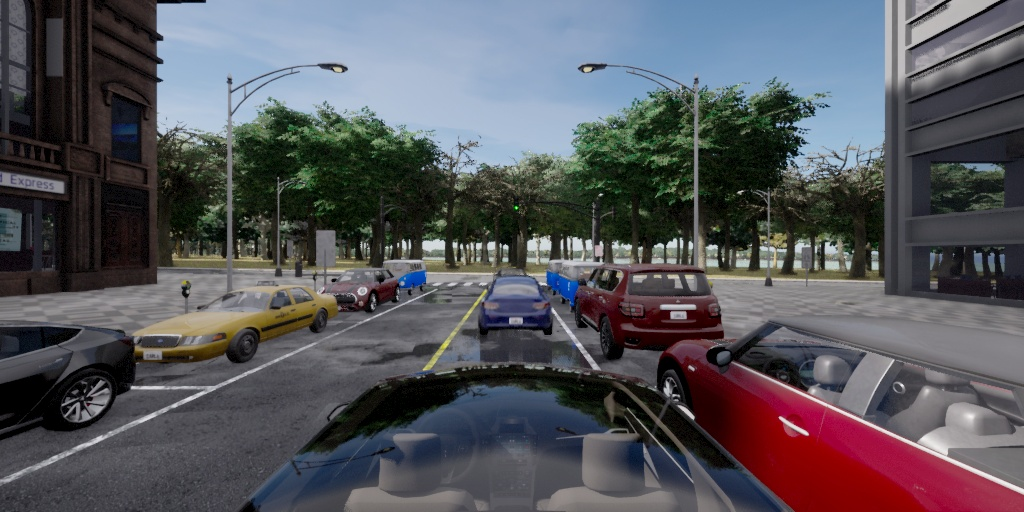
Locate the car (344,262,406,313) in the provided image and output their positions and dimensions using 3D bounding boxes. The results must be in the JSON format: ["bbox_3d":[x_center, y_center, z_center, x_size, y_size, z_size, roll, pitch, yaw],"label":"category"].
[{"bbox_3d":[-5.763,1.190,13.769,1.967,1.591,4.097,0,0,0],"label":"car"}]

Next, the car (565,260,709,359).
[{"bbox_3d":[2.762,1.065,8.332,2.192,1.841,5.009,0,0,0],"label":"car"}]

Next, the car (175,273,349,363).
[{"bbox_3d":[-5.763,1.275,8.162,1.751,1.417,4.829,0,0,0],"label":"car"}]

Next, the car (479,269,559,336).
[{"bbox_3d":[0.099,1.276,10.296,1.812,1.442,4.674,0,0,0],"label":"car"}]

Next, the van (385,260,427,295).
[{"bbox_3d":[-5.763,1.092,19.207,1.690,1.789,3.998,0,0,0],"label":"van"}]

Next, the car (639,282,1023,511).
[{"bbox_3d":[2.763,1.190,2.895,1.967,1.591,4.097,0,0,0],"label":"car"}]

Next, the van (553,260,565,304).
[{"bbox_3d":[2.762,1.091,13.770,1.690,1.789,3.998,0,0,0],"label":"van"}]

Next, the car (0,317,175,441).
[{"bbox_3d":[-5.763,1.316,2.894,1.948,1.339,4.313,0,0,0],"label":"car"}]

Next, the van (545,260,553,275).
[{"bbox_3d":[2.762,1.092,19.207,1.690,1.789,3.998,0,0,0],"label":"van"}]
